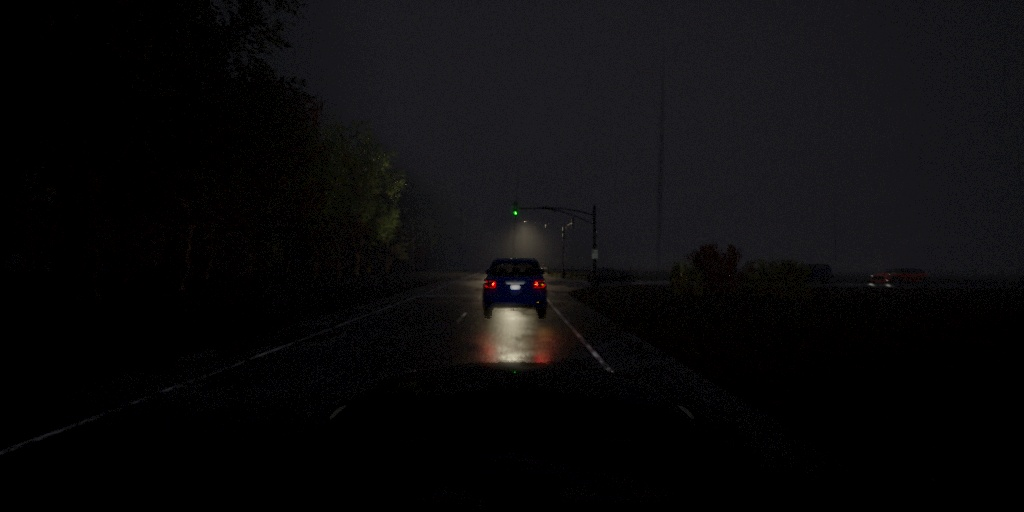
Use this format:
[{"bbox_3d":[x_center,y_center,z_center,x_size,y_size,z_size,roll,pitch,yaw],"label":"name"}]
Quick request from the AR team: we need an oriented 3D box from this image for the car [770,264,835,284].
[{"bbox_3d":[29.691,1.787,36.755,5.566,2.045,2.150,1,-2,0],"label":"car"}]

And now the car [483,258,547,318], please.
[{"bbox_3d":[0.114,1.124,13.971,2.150,2.045,5.566,0,-1,0],"label":"car"}]

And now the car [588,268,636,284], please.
[{"bbox_3d":[8.954,1.767,32.290,4.181,1.385,1.994,1,-2,-16],"label":"car"}]

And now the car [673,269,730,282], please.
[{"bbox_3d":[19.438,2.002,36.798,5.357,1.411,2.033,1,-2,0],"label":"car"}]

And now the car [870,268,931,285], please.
[{"bbox_3d":[39.640,2.026,36.683,4.553,1.767,2.097,1,-2,0],"label":"car"}]
